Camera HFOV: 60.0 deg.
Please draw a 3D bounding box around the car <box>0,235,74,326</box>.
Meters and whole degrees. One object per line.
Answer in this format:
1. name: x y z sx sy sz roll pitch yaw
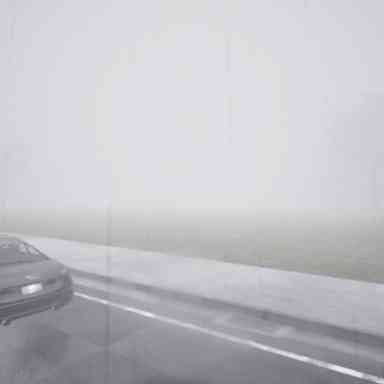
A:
1. car: -4.288 1.582 6.714 4.181 1.385 1.994 0 0 36
